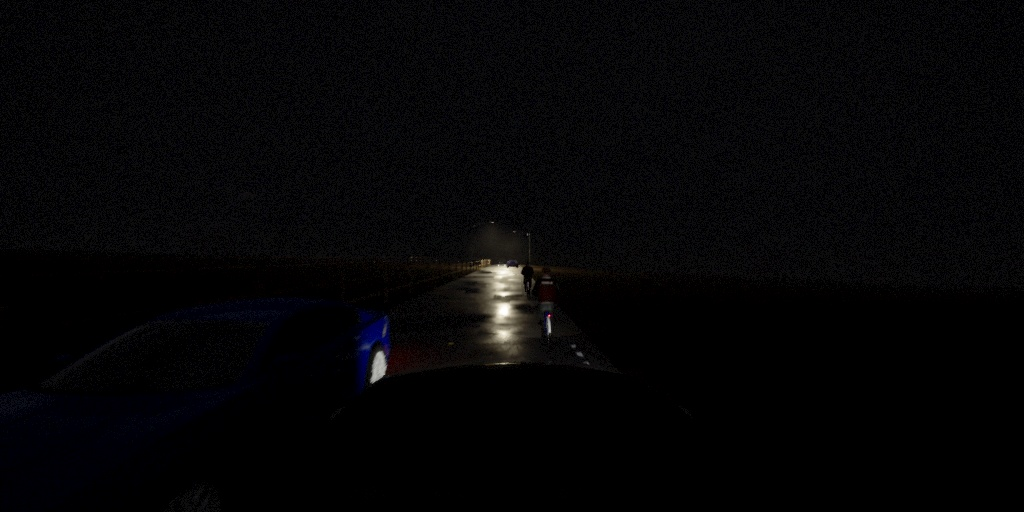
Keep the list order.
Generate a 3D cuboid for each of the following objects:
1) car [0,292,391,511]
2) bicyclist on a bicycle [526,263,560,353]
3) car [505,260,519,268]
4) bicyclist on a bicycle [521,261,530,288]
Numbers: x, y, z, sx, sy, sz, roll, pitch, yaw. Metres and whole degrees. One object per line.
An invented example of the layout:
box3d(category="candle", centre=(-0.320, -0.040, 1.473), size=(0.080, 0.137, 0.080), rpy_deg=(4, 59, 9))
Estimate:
box3d(category="car", centre=(-2.851, 1.226, 3.716), size=(1.882, 1.535, 5.008), rpy_deg=(0, 0, 0))
box3d(category="bicyclist on a bicycle", centre=(0.748, 1.118, 7.988), size=(0.659, 1.776, 1.843), rpy_deg=(0, 0, 0))
box3d(category="car", centre=(0.114, 1.321, 60.674), size=(1.812, 1.442, 4.674), rpy_deg=(0, 0, 0))
box3d(category="bicyclist on a bicycle", centre=(0.739, 1.117, 16.986), size=(0.659, 1.776, 1.843), rpy_deg=(0, 0, 0))
